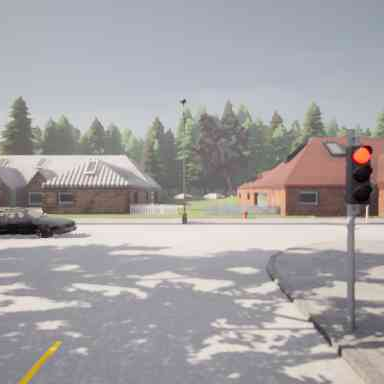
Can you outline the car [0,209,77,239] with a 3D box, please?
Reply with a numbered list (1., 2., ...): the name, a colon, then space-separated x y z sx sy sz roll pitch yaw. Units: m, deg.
1. car: -8.725 1.558 16.805 5.357 1.411 2.033 0 0 0
